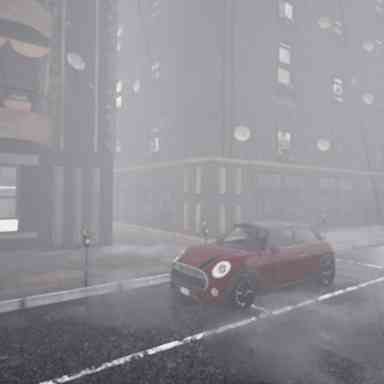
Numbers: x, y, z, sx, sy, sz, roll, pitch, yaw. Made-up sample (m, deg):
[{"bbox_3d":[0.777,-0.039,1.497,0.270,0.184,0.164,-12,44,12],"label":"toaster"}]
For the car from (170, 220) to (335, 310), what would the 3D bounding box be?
[{"bbox_3d":[1.485,1.441,7.759,4.097,1.590,1.967,0,1,-35],"label":"car"}]
